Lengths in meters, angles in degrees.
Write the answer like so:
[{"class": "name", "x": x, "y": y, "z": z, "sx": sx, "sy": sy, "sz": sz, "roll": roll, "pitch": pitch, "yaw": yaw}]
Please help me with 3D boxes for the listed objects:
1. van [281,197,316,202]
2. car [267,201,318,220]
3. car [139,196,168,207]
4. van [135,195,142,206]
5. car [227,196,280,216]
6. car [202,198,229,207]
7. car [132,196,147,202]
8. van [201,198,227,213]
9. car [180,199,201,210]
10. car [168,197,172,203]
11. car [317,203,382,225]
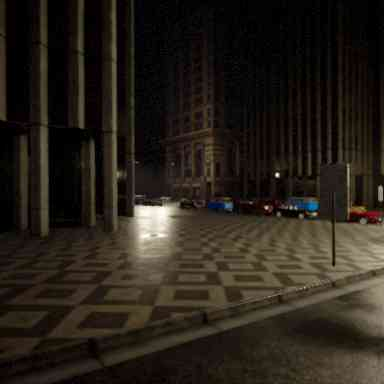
[{"class": "van", "x": 13.487, "y": 1.556, "z": 41.086, "sx": 1.690, "sy": 1.788, "sz": 3.998, "roll": 0, "pitch": 0, "yaw": -36}, {"class": "car", "x": 9.769, "y": 1.834, "z": 31.637, "sx": 2.008, "sy": 1.369, "sz": 4.403, "roll": 0, "pitch": 0, "yaw": -36}, {"class": "car", "x": -6.335, "y": 1.721, "z": 54.084, "sx": 2.008, "sy": 1.369, "sz": 4.403, "roll": 0, "pitch": 0, "yaw": -36}, {"class": "van", "x": -9.556, "y": 1.489, "z": 58.573, "sx": 1.690, "sy": 1.788, "sz": 3.998, "roll": 0, "pitch": 0, "yaw": -36}, {"class": "car", "x": 6.549, "y": 1.575, "z": 36.126, "sx": 2.192, "sy": 1.841, "sz": 5.009, "roll": 0, "pitch": 0, "yaw": -36}, {"class": "car", "x": 3.732, "y": 1.672, "z": 54.696, "sx": 1.752, "sy": 1.417, "sz": 4.829, "roll": 0, "pitch": 0, "yaw": -36}, {"class": "car", "x": -12.264, "y": 1.618, "z": 77.010, "sx": 1.802, "sy": 1.307, "sz": 4.206, "roll": 0, "pitch": 0, "yaw": -36}, {"class": "van", "x": 3.327, "y": 1.578, "z": 40.615, "sx": 1.690, "sy": 1.788, "sz": 3.998, "roll": 0, "pitch": 0, "yaw": -36}, {"class": "car", "x": 0.107, "y": 1.655, "z": 45.105, "sx": 1.967, "sy": 1.590, "sz": 4.097, "roll": 0, "pitch": 0, "yaw": -36}, {"class": "car", "x": -5.826, "y": 1.631, "z": 68.029, "sx": 2.008, "sy": 1.369, "sz": 4.403, "roll": 0, "pitch": 0, "yaw": -36}, {"class": "car", "x": 12.990, "y": 1.852, "z": 27.148, "sx": 1.887, "sy": 1.381, "sz": 4.507, "roll": 0, "pitch": 0, "yaw": -36}]
